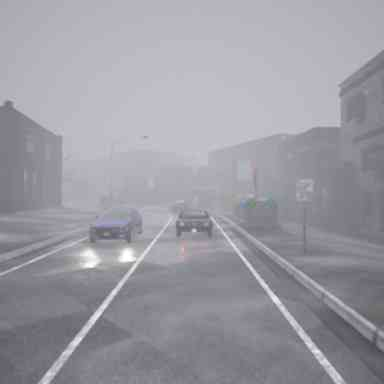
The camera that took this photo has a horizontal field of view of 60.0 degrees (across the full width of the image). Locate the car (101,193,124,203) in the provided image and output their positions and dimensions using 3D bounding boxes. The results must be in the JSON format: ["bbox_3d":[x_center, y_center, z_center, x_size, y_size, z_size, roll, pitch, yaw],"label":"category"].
[{"bbox_3d":[-13.852,1.239,57.660,2.150,2.045,5.566,1,0,-40],"label":"car"}]

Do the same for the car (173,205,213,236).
[{"bbox_3d":[0.108,1.632,18.782,1.895,1.301,4.718,0,0,0],"label":"car"}]

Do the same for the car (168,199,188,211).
[{"bbox_3d":[-1.608,1.597,40.887,1.812,1.442,4.674,0,0,-12],"label":"car"}]

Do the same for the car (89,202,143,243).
[{"bbox_3d":[-3.611,1.505,16.534,1.882,1.535,5.008,0,0,0],"label":"car"}]
